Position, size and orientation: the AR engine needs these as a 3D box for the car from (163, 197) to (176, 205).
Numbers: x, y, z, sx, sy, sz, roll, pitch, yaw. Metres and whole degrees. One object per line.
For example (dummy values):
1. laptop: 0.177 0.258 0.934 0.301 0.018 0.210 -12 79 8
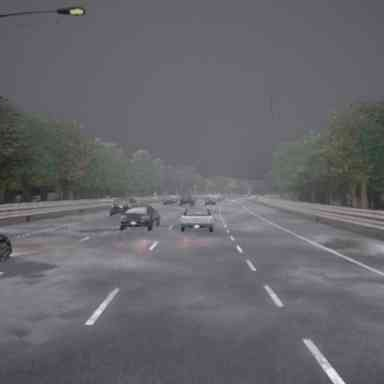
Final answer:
1. car: -3.645 1.607 58.106 1.895 1.301 4.718 0 0 7

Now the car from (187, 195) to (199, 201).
1. car: 0.352 1.594 84.870 2.128 1.511 4.902 0 0 10

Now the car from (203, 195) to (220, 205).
1. car: 3.434 1.644 58.392 1.895 1.301 4.718 0 0 7

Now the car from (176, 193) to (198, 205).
1. car: -0.655 1.241 53.348 2.150 2.045 5.566 0 0 6

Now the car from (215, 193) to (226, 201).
1. car: 7.514 1.648 85.171 2.033 1.411 5.357 0 0 10

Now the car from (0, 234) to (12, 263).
1. car: -6.927 1.528 9.242 1.994 1.385 4.181 0 0 1

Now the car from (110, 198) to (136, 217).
1. car: -6.065 1.329 31.159 2.097 1.767 4.553 0 0 4

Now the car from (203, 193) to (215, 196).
1. car: 3.931 1.629 84.991 2.033 1.411 5.357 0 0 10

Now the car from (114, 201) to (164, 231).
1. car: -3.096 1.515 20.387 1.812 1.442 4.674 0 0 2

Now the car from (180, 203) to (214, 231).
1. car: 0.357 1.608 20.545 1.895 1.301 4.718 0 0 2
